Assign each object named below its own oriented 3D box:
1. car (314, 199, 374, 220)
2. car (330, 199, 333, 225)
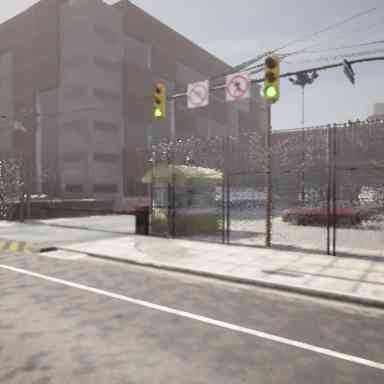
[{"bbox_3d":[12.342,1.388,27.111,4.193,1.474,1.816,0,0,35],"label":"car"},{"bbox_3d":[8.009,1.240,20.869,4.553,1.767,2.185,0,0,35],"label":"car"}]
